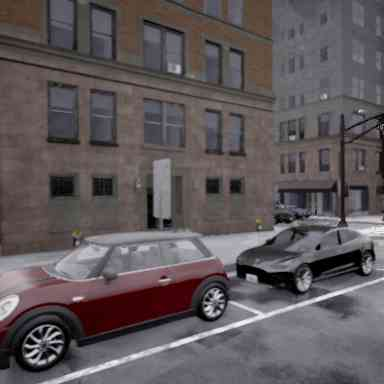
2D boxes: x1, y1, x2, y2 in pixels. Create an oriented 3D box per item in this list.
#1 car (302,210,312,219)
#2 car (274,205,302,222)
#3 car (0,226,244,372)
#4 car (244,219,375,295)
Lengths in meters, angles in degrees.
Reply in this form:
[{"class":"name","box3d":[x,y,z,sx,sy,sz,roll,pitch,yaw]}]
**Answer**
[{"class":"car","box3d":[7.648,1.772,28.402,1.895,1.301,4.718,-1,0,-37]},{"class":"car","box3d":[5.571,1.674,25.670,1.882,1.535,5.008,-1,0,-37]},{"class":"car","box3d":[-1.355,1.442,5.577,4.097,1.590,1.967,0,-1,-35]},{"class":"car","box3d":[3.122,1.574,8.764,4.313,1.339,1.947,0,-1,-35]}]
